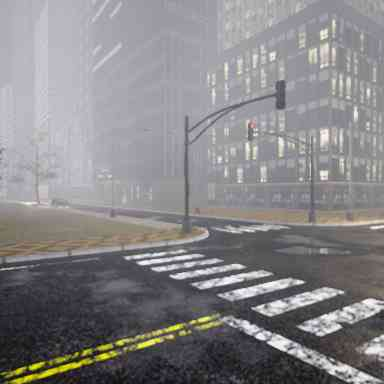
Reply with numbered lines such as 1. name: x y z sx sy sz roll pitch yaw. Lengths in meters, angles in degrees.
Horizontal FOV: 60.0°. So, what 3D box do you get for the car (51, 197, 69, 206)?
1. car: -21.619 1.560 54.296 2.033 1.411 5.357 0 0 -35
